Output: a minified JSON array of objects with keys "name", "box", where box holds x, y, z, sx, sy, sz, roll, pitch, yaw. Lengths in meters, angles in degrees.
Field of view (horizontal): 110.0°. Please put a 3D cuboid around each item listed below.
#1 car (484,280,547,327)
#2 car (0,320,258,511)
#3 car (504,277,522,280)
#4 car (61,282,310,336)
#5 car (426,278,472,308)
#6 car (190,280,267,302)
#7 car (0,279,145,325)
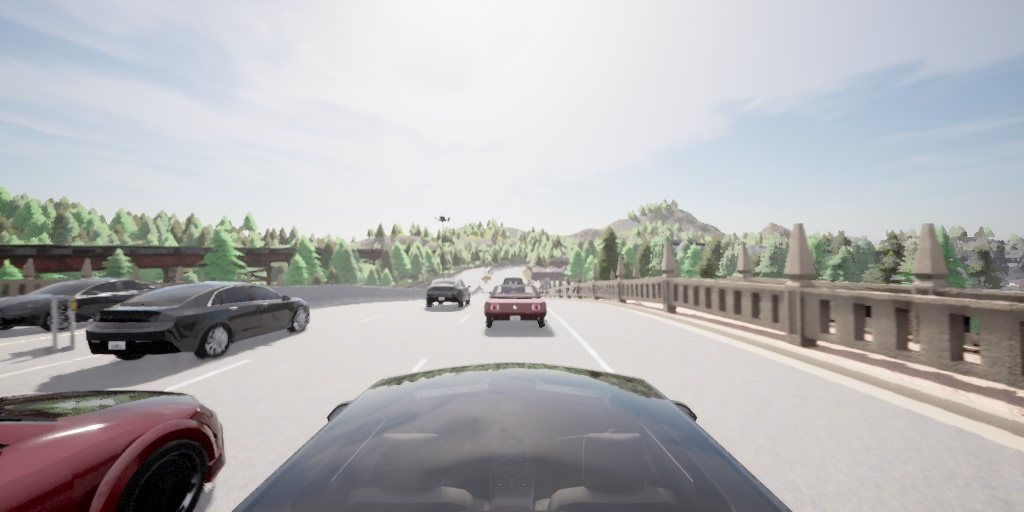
[{"name":"car","box":[0.101,1.646,12.719,1.895,1.301,4.718,0,-3,0]},{"name":"car","box":[-3.400,1.314,1.270,1.994,1.385,4.181,0,0,0]},{"name":"car","box":[0.104,3.085,33.251,2.150,2.045,5.566,0,-6,0]},{"name":"car","box":[-6.899,1.383,8.691,1.837,1.490,4.892,0,-2,0]},{"name":"car","box":[-3.398,2.000,19.716,1.837,1.490,4.892,0,-4,0]},{"name":"car","box":[-21.021,2.686,26.924,1.837,1.490,4.892,0,-7,0]},{"name":"car","box":[-14.073,1.515,11.954,1.837,1.490,4.892,0,-3,0]}]
